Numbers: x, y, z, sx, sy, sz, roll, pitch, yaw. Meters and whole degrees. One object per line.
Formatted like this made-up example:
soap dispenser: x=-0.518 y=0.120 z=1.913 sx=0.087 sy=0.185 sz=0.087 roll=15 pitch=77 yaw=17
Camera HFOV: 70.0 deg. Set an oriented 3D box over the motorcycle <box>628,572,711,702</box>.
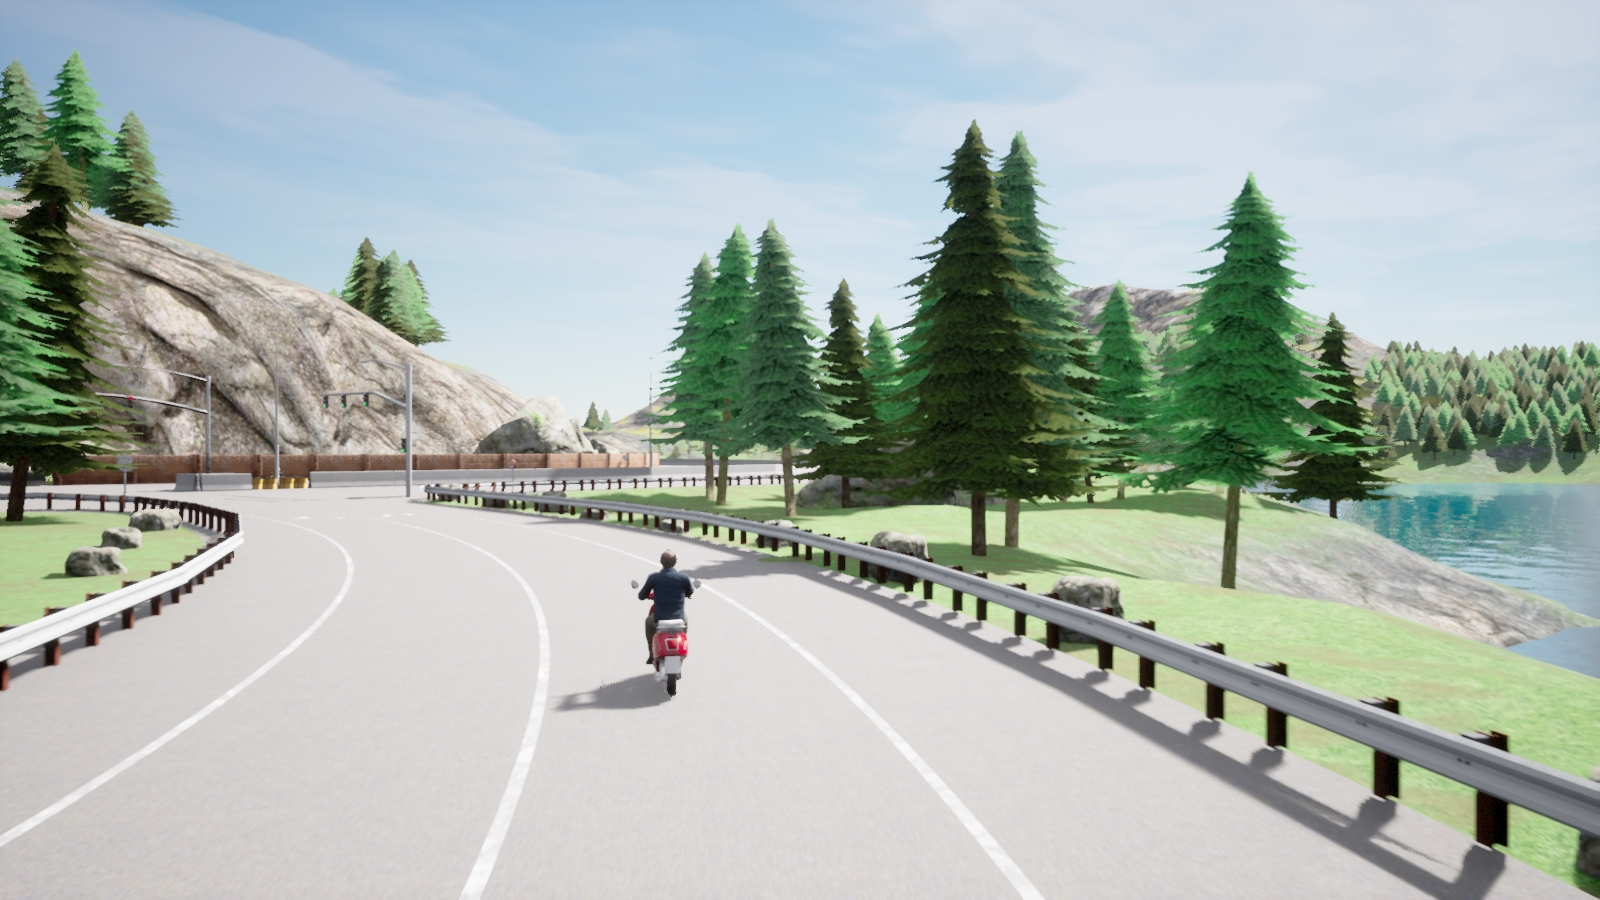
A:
motorcycle: x=-1.587 y=2.182 z=13.648 sx=0.856 sy=1.236 sz=1.805 roll=0 pitch=0 yaw=-11
